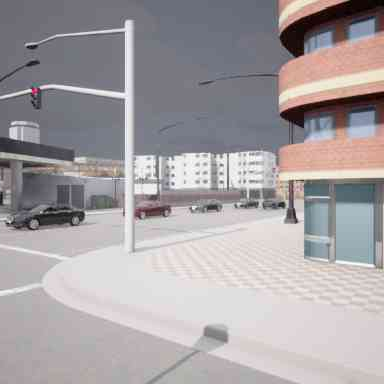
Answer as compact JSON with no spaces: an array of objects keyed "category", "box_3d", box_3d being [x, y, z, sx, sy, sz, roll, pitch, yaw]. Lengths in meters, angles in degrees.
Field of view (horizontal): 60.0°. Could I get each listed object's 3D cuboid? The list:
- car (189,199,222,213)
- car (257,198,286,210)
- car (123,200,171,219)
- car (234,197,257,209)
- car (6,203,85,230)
[{"category":"car","box_3d":[1.581,1.491,36.838,2.128,1.511,4.902,0,0,35]},{"category":"car","box_3d":[10.822,1.491,43.734,2.128,1.511,4.902,0,0,35]},{"category":"car","box_3d":[-3.838,1.478,28.991,1.882,1.535,5.008,0,0,34]},{"category":"car","box_3d":[7.490,1.491,45.364,2.128,1.511,4.902,0,0,35]},{"category":"car","box_3d":[-9.163,1.505,21.211,1.837,1.490,4.892,0,0,34]}]
